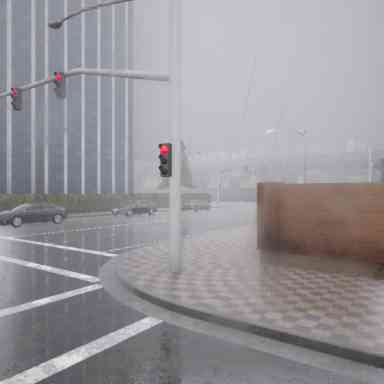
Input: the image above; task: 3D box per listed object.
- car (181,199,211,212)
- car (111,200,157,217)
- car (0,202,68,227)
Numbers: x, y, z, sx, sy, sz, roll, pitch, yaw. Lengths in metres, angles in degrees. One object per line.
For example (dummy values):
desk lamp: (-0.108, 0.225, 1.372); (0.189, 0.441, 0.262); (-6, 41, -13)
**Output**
car: (0.465, 1.564, 39.084); (1.994, 1.385, 4.181); (0, 0, 35)
car: (-5.313, 1.492, 30.980); (2.128, 1.511, 4.902); (0, 0, 35)
car: (-11.024, 1.505, 22.952); (1.837, 1.490, 4.892); (0, 0, 35)
